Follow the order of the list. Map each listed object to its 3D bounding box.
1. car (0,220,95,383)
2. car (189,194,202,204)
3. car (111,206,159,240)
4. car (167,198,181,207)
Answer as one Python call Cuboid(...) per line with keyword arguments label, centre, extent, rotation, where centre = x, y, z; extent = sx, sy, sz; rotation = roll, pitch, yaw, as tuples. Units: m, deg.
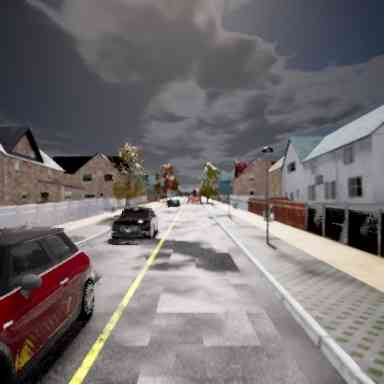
Cuboid(label="car", centre=(-2.847, 1.357, 4.295), extent=(2.097, 1.767, 4.553), rotation=(0, 0, 0))
Cuboid(label="car", centre=(0.918, 1.369, 65.544), extent=(2.097, 1.767, 4.553), rotation=(-3, -1, 0))
Cuboid(label="car", centre=(-2.817, 1.524, 17.223), extent=(1.837, 1.490, 4.892), rotation=(0, -1, 0))
Cuboid(label="car", centre=(-2.816, 1.616, 51.709), extent=(1.994, 1.385, 4.181), rotation=(0, 0, 0))
